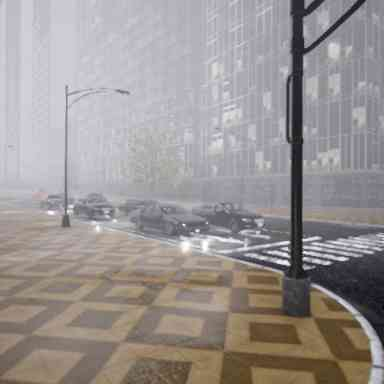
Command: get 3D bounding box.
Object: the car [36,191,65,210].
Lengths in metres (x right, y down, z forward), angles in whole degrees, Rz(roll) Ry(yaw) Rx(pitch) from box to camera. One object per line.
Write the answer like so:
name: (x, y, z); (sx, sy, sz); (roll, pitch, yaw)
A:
car: (-13.815, 0.954, 33.241); (1.812, 1.442, 4.674); (0, 1, -38)

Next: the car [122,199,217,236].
car: (-1.381, 1.352, 17.417); (2.033, 1.411, 5.357); (0, 1, -38)

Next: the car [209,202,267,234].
car: (1.900, 1.336, 18.507); (2.128, 1.511, 4.902); (0, 1, -38)

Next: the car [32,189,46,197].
car: (-28.960, 0.197, 63.417); (2.097, 1.767, 4.553); (0, 1, -38)

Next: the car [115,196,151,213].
car: (-3.838, 1.272, 25.789); (1.895, 1.301, 4.718); (0, 1, -38)

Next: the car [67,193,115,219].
car: (-7.468, 1.112, 25.148); (2.128, 1.511, 4.902); (0, 1, -38)
